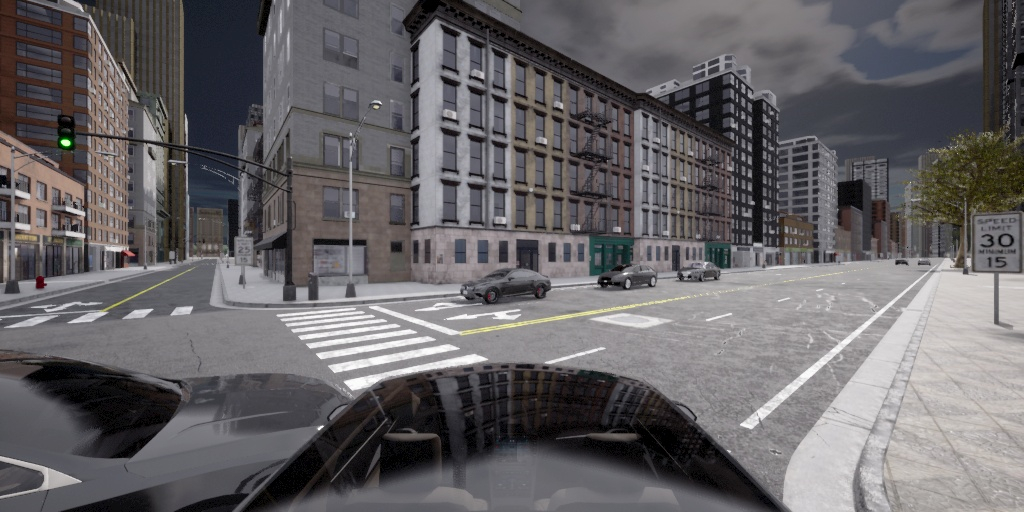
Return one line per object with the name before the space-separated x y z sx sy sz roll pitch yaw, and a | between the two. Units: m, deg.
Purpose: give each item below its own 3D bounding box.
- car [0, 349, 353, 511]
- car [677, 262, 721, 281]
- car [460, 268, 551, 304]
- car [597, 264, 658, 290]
car | -3.237 1.257 1.661 4.892 1.490 1.837 0 0 -35
car | 15.420 1.234 29.482 4.902 1.511 2.128 0 0 -39
car | -0.176 1.286 16.658 4.674 1.442 1.812 0 0 -39
car | 7.464 1.257 22.946 4.892 1.490 1.837 0 0 -39
